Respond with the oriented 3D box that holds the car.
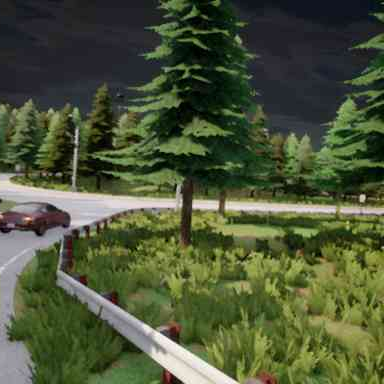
[{"bbox_3d":[-7.655,1.214,16.539,1.812,1.442,4.674,5,1,2],"label":"car"}]
